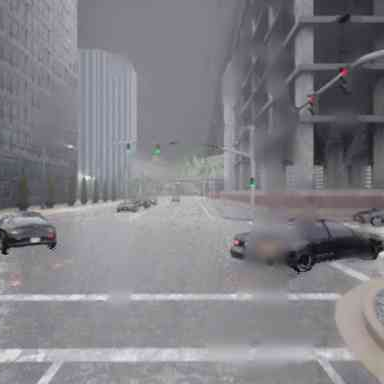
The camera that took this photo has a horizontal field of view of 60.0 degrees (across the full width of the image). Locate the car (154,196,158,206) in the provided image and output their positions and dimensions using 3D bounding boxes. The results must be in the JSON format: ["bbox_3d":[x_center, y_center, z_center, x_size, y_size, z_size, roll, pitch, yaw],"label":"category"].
[{"bbox_3d":[-7.114,1.436,56.738,2.097,1.767,4.553,0,0,0],"label":"car"}]

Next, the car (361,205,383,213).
[{"bbox_3d":[13.002,1.543,22.127,4.181,1.385,1.994,0,0,0],"label":"car"}]

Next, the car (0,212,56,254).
[{"bbox_3d":[-6.920,1.517,13.507,1.812,1.442,4.674,1,-1,-38],"label":"car"}]

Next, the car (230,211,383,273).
[{"bbox_3d":[3.776,1.522,10.512,5.357,1.411,2.033,0,0,-30],"label":"car"}]

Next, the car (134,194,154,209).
[{"bbox_3d":[-7.164,1.291,46.916,2.150,2.045,5.566,0,0,0],"label":"car"}]

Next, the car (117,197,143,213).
[{"bbox_3d":[-7.166,1.619,37.597,1.994,1.385,4.181,0,0,0],"label":"car"}]

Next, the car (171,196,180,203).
[{"bbox_3d":[-3.637,1.650,74.642,2.033,1.411,5.357,0,0,0],"label":"car"}]
